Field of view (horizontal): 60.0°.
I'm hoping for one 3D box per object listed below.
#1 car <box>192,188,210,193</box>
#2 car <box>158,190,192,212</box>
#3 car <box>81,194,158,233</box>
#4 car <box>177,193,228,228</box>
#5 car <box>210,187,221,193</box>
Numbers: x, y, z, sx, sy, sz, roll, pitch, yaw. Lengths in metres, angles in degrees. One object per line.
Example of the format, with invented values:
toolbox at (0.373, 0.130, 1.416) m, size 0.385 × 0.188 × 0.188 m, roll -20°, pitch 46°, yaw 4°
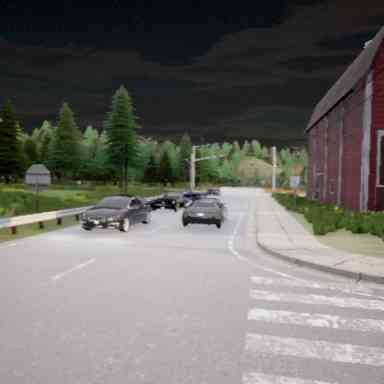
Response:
car at (0.308, 0.427, 34.783) m, size 1.895 × 1.301 × 4.718 m, roll 2°, pitch 2°, yaw 11°
car at (-1.567, 0.718, 24.939) m, size 1.895 × 1.301 × 4.718 m, roll 2°, pitch 2°, yaw 11°
car at (-3.339, 0.899, 15.569) m, size 1.837 × 1.490 × 4.892 m, roll 2°, pitch 2°, yaw 11°
car at (0.796, 0.976, 17.607) m, size 1.994 × 1.385 × 4.181 m, roll 2°, pitch 2°, yaw 11°
car at (3.360, -0.086, 50.425) m, size 2.033 × 1.411 × 5.357 m, roll 2°, pitch 2°, yaw 11°
